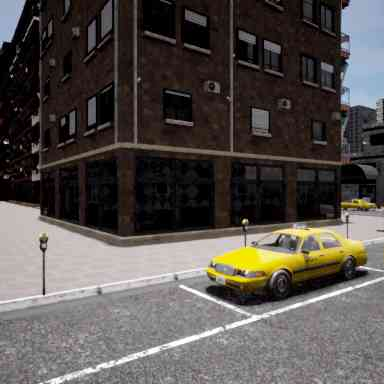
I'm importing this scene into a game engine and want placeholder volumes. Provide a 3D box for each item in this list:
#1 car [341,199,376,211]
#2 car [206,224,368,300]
[{"bbox_3d":[19.235,1.469,39.617,1.752,1.417,4.829,0,0,-35],"label":"car"},{"bbox_3d":[2.562,1.525,8.395,4.829,1.417,1.752,0,0,-36],"label":"car"}]
